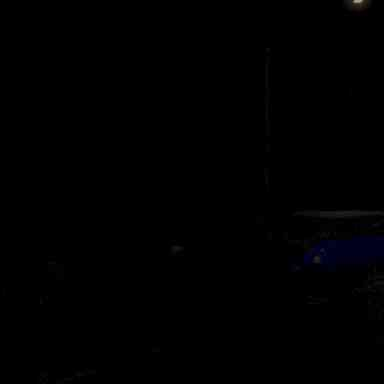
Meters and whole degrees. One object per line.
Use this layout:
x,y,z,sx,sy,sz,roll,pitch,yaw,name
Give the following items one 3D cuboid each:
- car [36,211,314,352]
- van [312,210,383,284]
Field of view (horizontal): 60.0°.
-0.181,1.349,6.404,5.009,1.841,2.192,1,0,-35,car
4.318,1.430,9.610,3.998,1.788,1.690,1,0,-35,van
